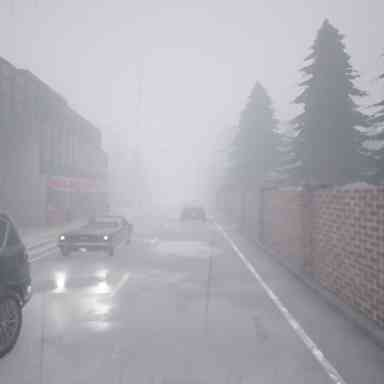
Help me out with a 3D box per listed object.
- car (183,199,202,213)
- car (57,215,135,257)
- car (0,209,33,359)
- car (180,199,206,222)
[{"bbox_3d":[0.079,1.568,38.935,2.033,1.411,5.357,0,0,0],"label":"car"},{"bbox_3d":[-3.592,1.609,13.232,1.895,1.301,4.718,0,0,0],"label":"car"},{"bbox_3d":[-3.598,1.226,3.035,2.150,2.045,5.566,0,0,0],"label":"car"},{"bbox_3d":[0.089,1.492,26.315,1.882,1.535,5.008,0,0,0],"label":"car"}]
